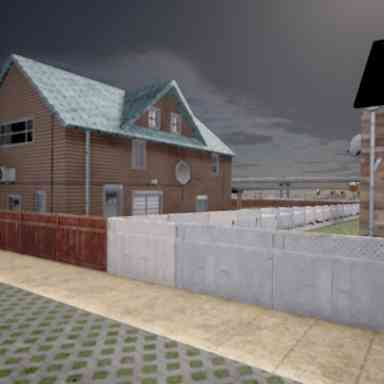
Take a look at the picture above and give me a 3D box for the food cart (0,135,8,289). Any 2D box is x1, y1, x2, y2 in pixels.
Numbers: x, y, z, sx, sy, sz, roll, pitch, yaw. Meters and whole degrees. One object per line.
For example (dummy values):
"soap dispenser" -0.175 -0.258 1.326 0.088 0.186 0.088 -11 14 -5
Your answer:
"food cart" -6.928 0.424 8.263 4.660 3.560 2.280 1 0 36
